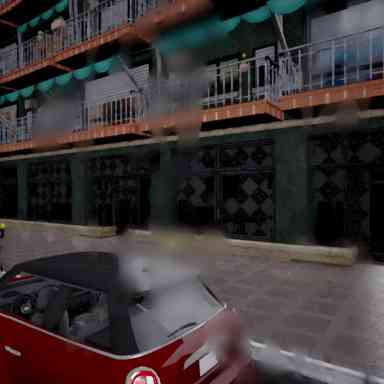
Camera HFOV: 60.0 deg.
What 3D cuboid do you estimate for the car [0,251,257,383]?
[{"bbox_3d":[-1.442,1.440,3.899,4.097,1.590,1.967,0,0,35],"label":"car"}]
